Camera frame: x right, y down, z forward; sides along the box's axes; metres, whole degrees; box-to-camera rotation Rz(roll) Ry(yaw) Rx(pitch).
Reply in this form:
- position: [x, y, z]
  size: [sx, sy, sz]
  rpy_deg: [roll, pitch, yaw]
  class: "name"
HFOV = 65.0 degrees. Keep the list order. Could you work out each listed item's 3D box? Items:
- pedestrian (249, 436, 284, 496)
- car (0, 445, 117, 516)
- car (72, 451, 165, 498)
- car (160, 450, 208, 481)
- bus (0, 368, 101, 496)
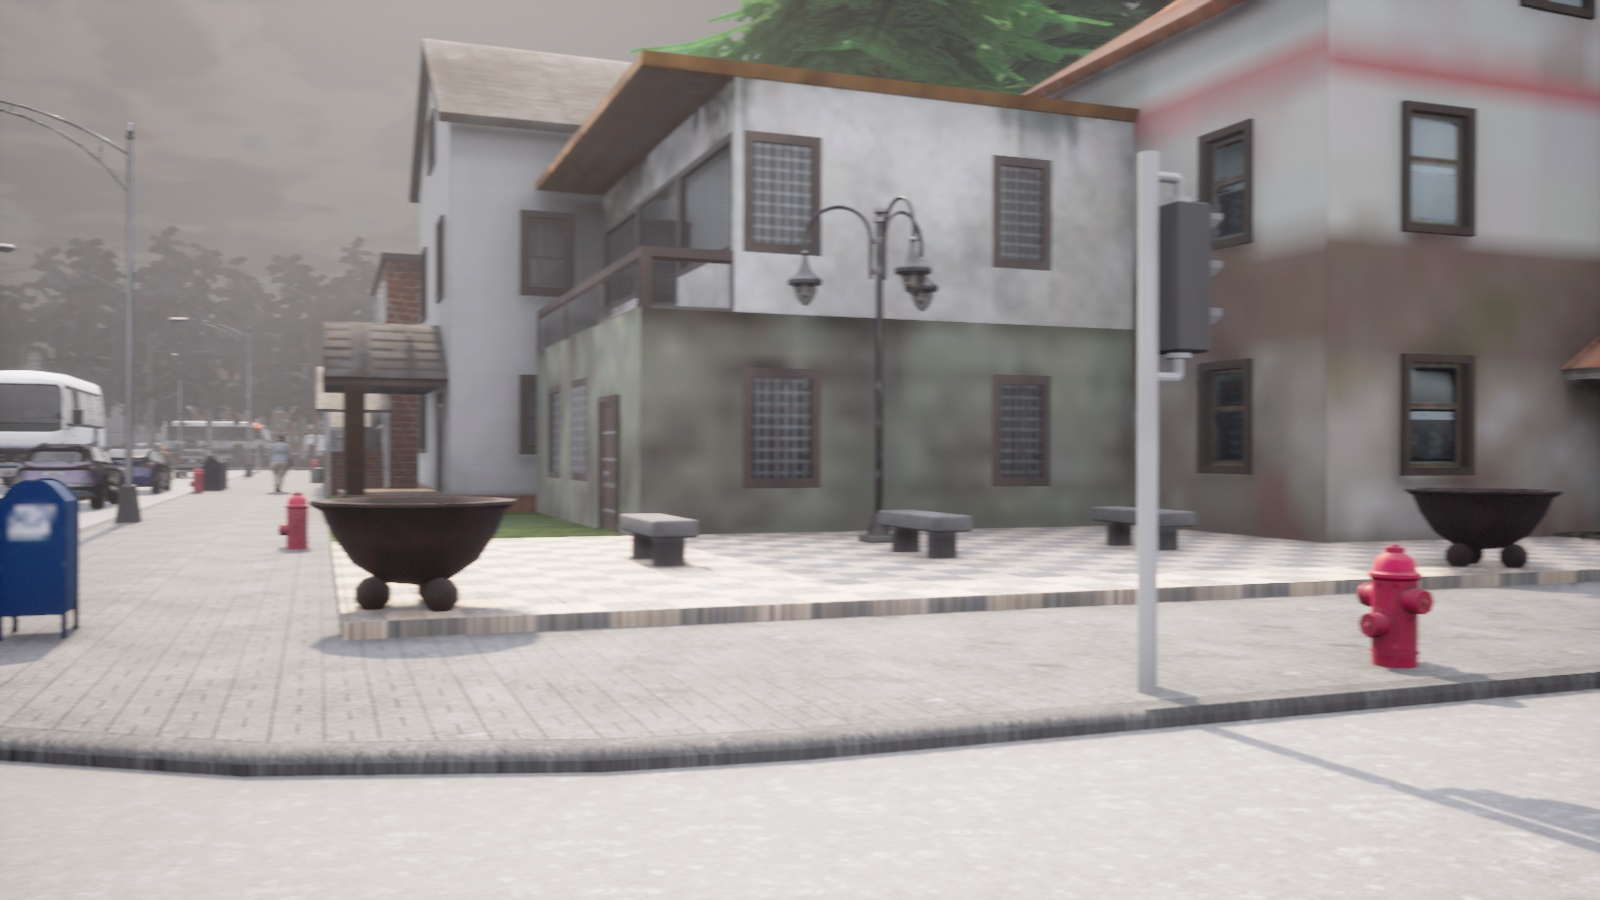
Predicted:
- position: [-16.651, 0.487, 39.197]
  size: [0.874, 1.855, 0.900]
  rpy_deg: [0, 0, -14]
  class: "pedestrian"
- position: [-18.764, 0.704, 31.741]
  size: [2.033, 1.649, 4.856]
  rpy_deg: [0, 0, -21]
  class: "car"
- position: [-22.901, 0.782, 42.365]
  size: [2.163, 1.488, 4.792]
  rpy_deg: [0, 0, -21]
  class: "car"
- position: [-31.527, 0.780, 64.358]
  size: [1.789, 1.549, 3.705]
  rpy_deg: [0, 0, -19]
  class: "car"
- position: [-28.711, -0.588, 46.278]
  size: [3.944, 4.253, 10.273]
  rpy_deg: [0, 0, -22]
  class: "bus"
